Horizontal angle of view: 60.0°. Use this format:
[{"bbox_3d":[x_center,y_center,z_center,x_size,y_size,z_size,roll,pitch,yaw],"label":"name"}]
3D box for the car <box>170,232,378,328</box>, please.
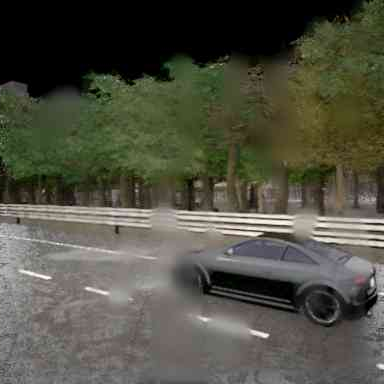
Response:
[{"bbox_3d":[1.556,1.568,7.066,4.181,1.385,1.994,0,0,35],"label":"car"}]
